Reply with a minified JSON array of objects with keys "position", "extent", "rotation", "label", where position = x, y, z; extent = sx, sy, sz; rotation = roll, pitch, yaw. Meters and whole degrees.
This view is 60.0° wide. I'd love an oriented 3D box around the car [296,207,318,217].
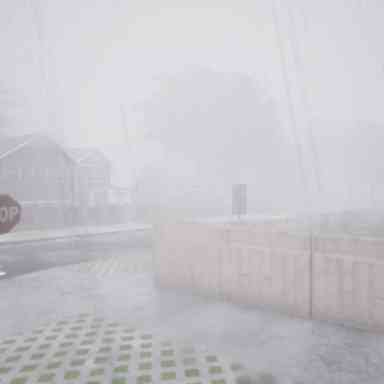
[{"position":[15.870,2.726,45.630],"extent":[1.994,1.385,4.181],"rotation":[1,-1,36],"label":"car"}]
